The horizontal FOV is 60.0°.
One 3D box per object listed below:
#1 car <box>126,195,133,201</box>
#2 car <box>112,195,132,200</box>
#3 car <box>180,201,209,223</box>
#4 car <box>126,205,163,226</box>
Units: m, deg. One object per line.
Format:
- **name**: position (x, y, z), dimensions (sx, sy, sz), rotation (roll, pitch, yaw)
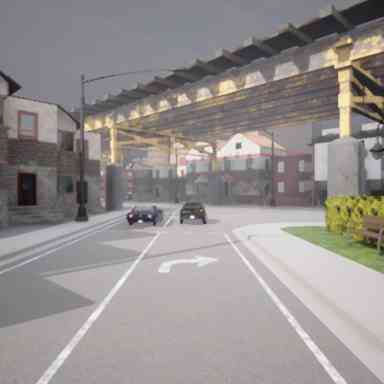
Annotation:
- **car**: position (-16.921, 1.408, 80.223), dimensions (4.974, 1.542, 2.038), rotation (0, 0, -15)
- **car**: position (-16.871, 1.251, 80.237), dimensions (4.536, 1.218, 1.853), rotation (0, 0, -15)
- **car**: position (0.186, 1.490, 25.555), dimensions (1.837, 1.490, 4.892), rotation (0, 0, 4)
- **car**: position (-3.194, 1.588, 23.554), dimensions (1.895, 1.301, 4.718), rotation (0, 0, 3)
